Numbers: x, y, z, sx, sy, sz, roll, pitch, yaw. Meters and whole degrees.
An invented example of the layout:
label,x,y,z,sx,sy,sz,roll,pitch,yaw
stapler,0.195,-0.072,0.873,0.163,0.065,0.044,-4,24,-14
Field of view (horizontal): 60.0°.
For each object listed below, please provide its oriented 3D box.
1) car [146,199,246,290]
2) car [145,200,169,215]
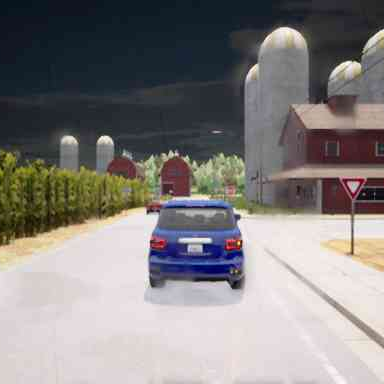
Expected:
label,x,y,z,sx,sy,sz,roll,pitch,yaw
car,0.216,1.205,9.259,2.150,2.045,5.566,0,0,3
car,-3.508,1.542,33.879,1.895,1.301,4.718,0,0,0
